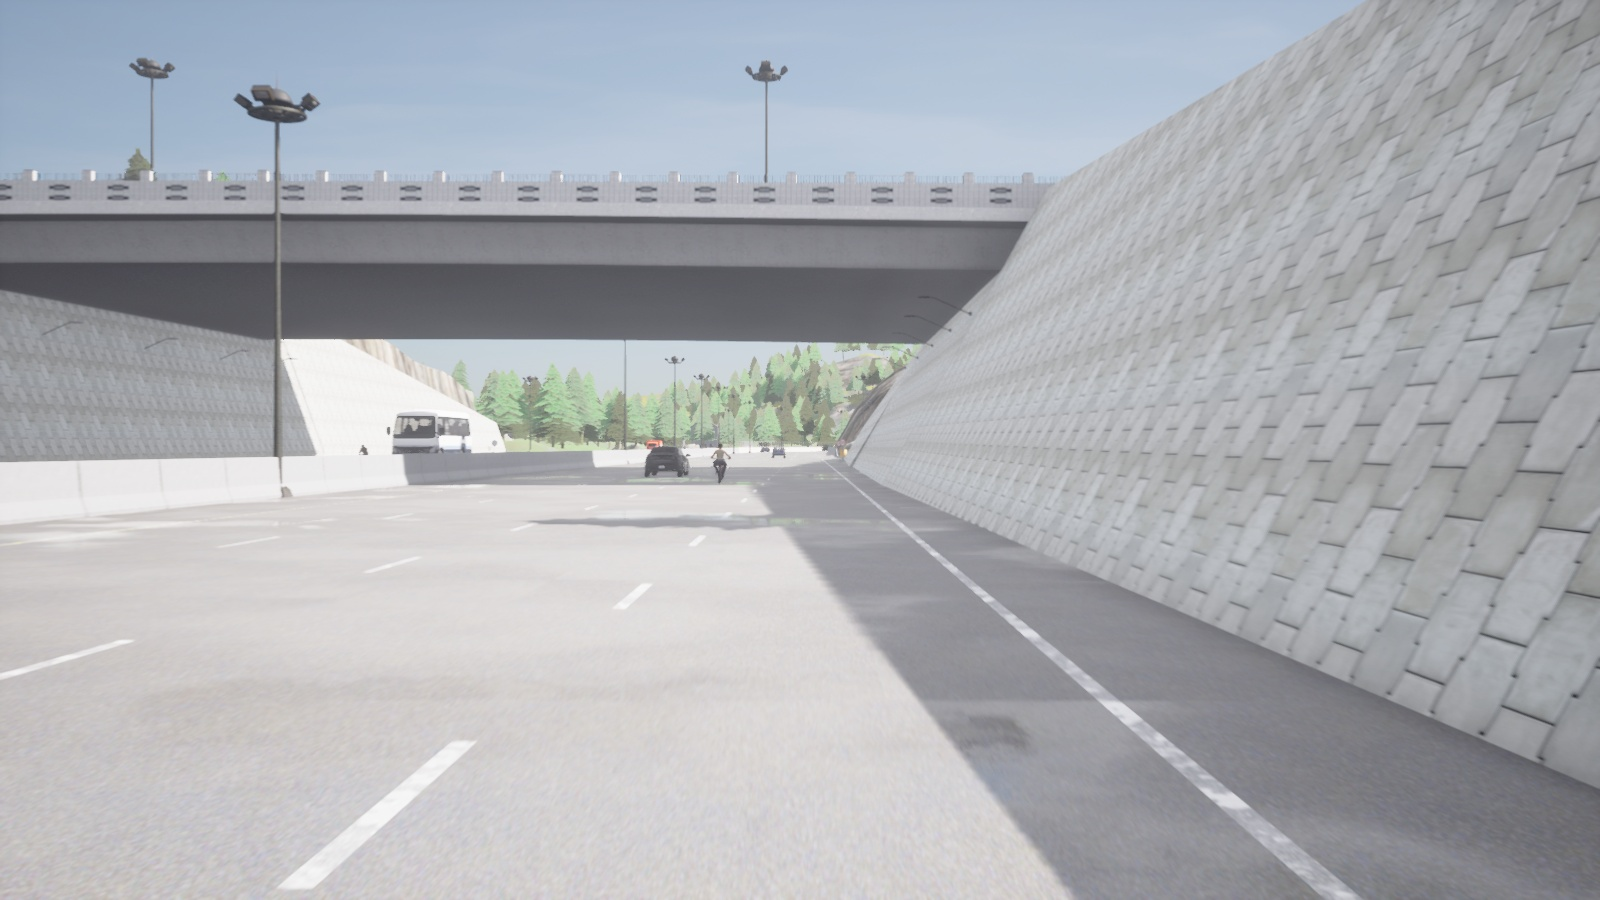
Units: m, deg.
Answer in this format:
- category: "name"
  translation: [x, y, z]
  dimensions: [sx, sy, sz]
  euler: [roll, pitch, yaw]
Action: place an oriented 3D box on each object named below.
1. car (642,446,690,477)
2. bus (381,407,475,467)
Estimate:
- category: "car"
  translation: [-6.626, 0.555, 62.542]
  dimensions: [1.837, 1.490, 4.892]
  euler: [0, 0, 0]
- category: "bus"
  translation: [-27.477, -0.938, 93.381]
  dimensions: [3.944, 4.253, 10.273]
  euler: [0, 0, 0]
